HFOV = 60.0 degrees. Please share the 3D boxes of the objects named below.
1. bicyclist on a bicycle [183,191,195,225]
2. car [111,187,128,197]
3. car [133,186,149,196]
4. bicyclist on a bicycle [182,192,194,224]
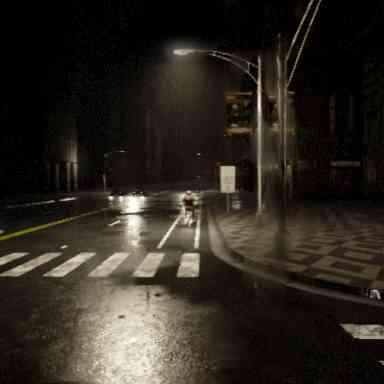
[{"bbox_3d":[-0.071,0.618,17.047,0.659,1.776,1.843,4,32,12],"label":"bicyclist on a bicycle"},{"bbox_3d":[-11.116,-0.080,51.506,1.812,1.442,4.674,0,2,2],"label":"car"},{"bbox_3d":[-7.868,-0.116,51.396,1.837,1.490,4.892,0,2,2],"label":"car"},{"bbox_3d":[-0.210,0.840,18.496,0.582,1.620,1.656,-2,2,1],"label":"bicyclist on a bicycle"}]
